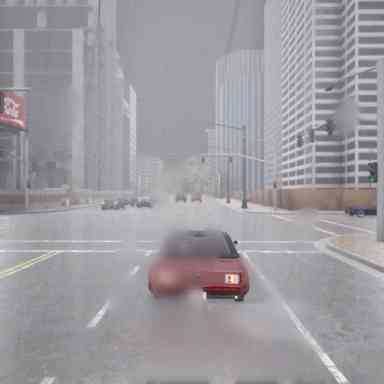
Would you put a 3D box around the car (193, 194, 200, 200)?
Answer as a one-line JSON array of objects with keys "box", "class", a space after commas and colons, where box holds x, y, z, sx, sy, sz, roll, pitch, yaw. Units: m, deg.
[{"box": [1.167, 1.353, 84.020, 1.812, 1.442, 4.674, 0, 0, 1], "class": "car"}]

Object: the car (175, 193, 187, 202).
[{"box": [-2.483, 1.216, 73.400, 2.150, 2.045, 5.566, 0, 0, 1], "class": "car"}]

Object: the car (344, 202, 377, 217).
[{"box": [16.534, 1.601, 30.405, 4.718, 1.301, 1.895, 0, 0, 1], "class": "car"}]

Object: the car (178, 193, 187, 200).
[{"box": [-2.333, 1.184, 84.040, 2.097, 1.767, 4.553, 0, 0, 1], "class": "car"}]

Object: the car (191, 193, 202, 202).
[{"box": [1.017, 1.216, 73.350, 2.150, 2.045, 5.566, 0, 0, 1], "class": "car"}]

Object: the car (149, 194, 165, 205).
[{"box": [-6.310, 1.564, 56.830, 1.994, 1.385, 4.181, 0, 0, 0], "class": "car"}]

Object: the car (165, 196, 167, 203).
[{"box": [-6.090, 1.477, 67.278, 1.882, 1.535, 5.008, 0, 0, 1], "class": "car"}]

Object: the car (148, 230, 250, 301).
[{"box": [0.212, 1.601, 8.278, 1.895, 1.301, 4.718, 0, 0, 2], "class": "car"}]

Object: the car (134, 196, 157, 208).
[{"box": [-6.457, 1.601, 46.828, 1.895, 1.301, 4.718, 0, 0, 1], "class": "car"}]

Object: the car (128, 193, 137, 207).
[{"box": [-9.864, 1.221, 52.031, 2.150, 2.045, 5.566, 0, 0, 1], "class": "car"}]

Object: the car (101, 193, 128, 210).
[{"box": [-10.020, 1.352, 42.448, 2.097, 1.767, 4.553, 0, 0, 1], "class": "car"}]
